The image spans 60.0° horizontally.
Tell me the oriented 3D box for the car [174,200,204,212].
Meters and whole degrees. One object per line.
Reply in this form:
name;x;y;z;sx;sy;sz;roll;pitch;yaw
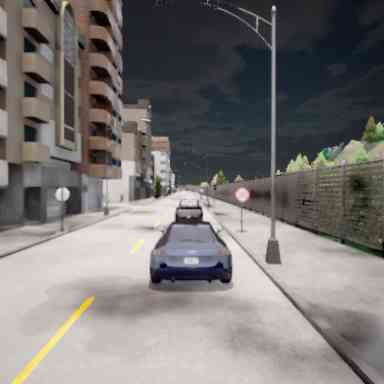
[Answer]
car;-0.197;1.294;22.440;2.128;1.511;4.902;0;0;0

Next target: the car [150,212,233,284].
car;-0.037;1.479;9.345;1.994;1.385;4.181;0;0;-1
